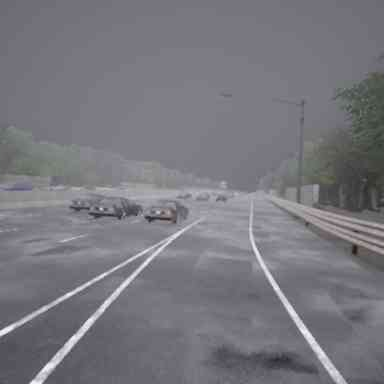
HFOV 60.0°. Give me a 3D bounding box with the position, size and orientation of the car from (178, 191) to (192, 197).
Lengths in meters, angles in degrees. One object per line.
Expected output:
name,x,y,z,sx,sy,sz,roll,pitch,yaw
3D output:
car,-1.290,0.657,61.937,2.128,1.511,4.902,3,1,10

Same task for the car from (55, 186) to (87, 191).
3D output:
car,-15.318,0.227,43.641,1.882,1.535,5.008,3,1,11

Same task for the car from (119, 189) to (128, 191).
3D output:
car,-12.385,0.244,59.583,1.994,1.385,4.181,3,1,10

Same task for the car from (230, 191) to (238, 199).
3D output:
car,9.853,0.998,84.214,2.033,1.411,5.357,3,0,10

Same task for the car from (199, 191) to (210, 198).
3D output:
car,3.335,0.650,87.455,2.128,1.511,4.902,3,0,10

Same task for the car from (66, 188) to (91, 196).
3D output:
car,-19.763,-0.040,58.122,1.895,1.301,4.718,3,1,11

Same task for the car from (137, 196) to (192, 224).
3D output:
car,-1.508,1.216,21.596,2.033,1.411,5.357,3,1,10

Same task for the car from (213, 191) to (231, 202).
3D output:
car,5.588,1.003,60.688,1.837,1.490,4.892,3,1,10

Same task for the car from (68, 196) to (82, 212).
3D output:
car,-7.719,0.867,26.530,2.033,1.411,5.357,3,1,10

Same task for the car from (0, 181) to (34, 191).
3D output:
car,-22.629,-0.351,42.480,2.150,2.045,5.566,3,1,11

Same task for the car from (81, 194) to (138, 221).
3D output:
car,-4.947,1.050,22.219,2.033,1.411,5.357,3,1,10

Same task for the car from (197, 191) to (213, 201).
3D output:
car,2.145,0.895,61.305,1.994,1.385,4.181,3,1,10
